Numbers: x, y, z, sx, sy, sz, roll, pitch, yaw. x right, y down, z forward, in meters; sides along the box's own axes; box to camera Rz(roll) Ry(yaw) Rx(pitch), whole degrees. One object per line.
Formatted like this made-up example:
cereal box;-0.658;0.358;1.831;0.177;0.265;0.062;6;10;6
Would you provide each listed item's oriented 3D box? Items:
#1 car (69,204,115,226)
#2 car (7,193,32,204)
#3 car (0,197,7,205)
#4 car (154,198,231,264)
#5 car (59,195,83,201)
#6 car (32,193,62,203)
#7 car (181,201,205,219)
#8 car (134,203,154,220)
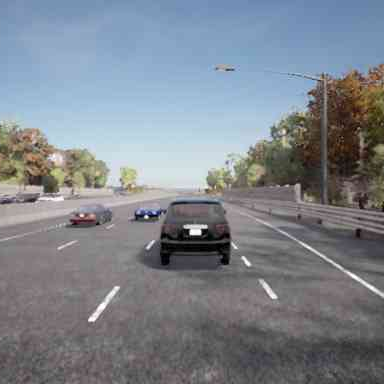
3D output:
car;-6.910;1.519;23.384;2.033;1.411;5.357;0;0;0
car;-24.573;1.181;49.653;2.150;2.045;5.566;0;0;0
car;-28.073;1.452;49.324;2.128;1.511;4.902;0;0;0
car;0.096;1.205;11.904;2.150;2.045;5.566;0;0;0
car;-17.580;1.467;49.781;1.837;1.490;4.892;0;0;0
car;-21.076;1.182;49.555;2.150;2.045;5.566;0;0;0
car;0.089;1.532;29.369;1.994;1.385;4.181;0;0;0
car;-3.409;1.570;27.101;1.895;1.301;4.718;0;0;0
